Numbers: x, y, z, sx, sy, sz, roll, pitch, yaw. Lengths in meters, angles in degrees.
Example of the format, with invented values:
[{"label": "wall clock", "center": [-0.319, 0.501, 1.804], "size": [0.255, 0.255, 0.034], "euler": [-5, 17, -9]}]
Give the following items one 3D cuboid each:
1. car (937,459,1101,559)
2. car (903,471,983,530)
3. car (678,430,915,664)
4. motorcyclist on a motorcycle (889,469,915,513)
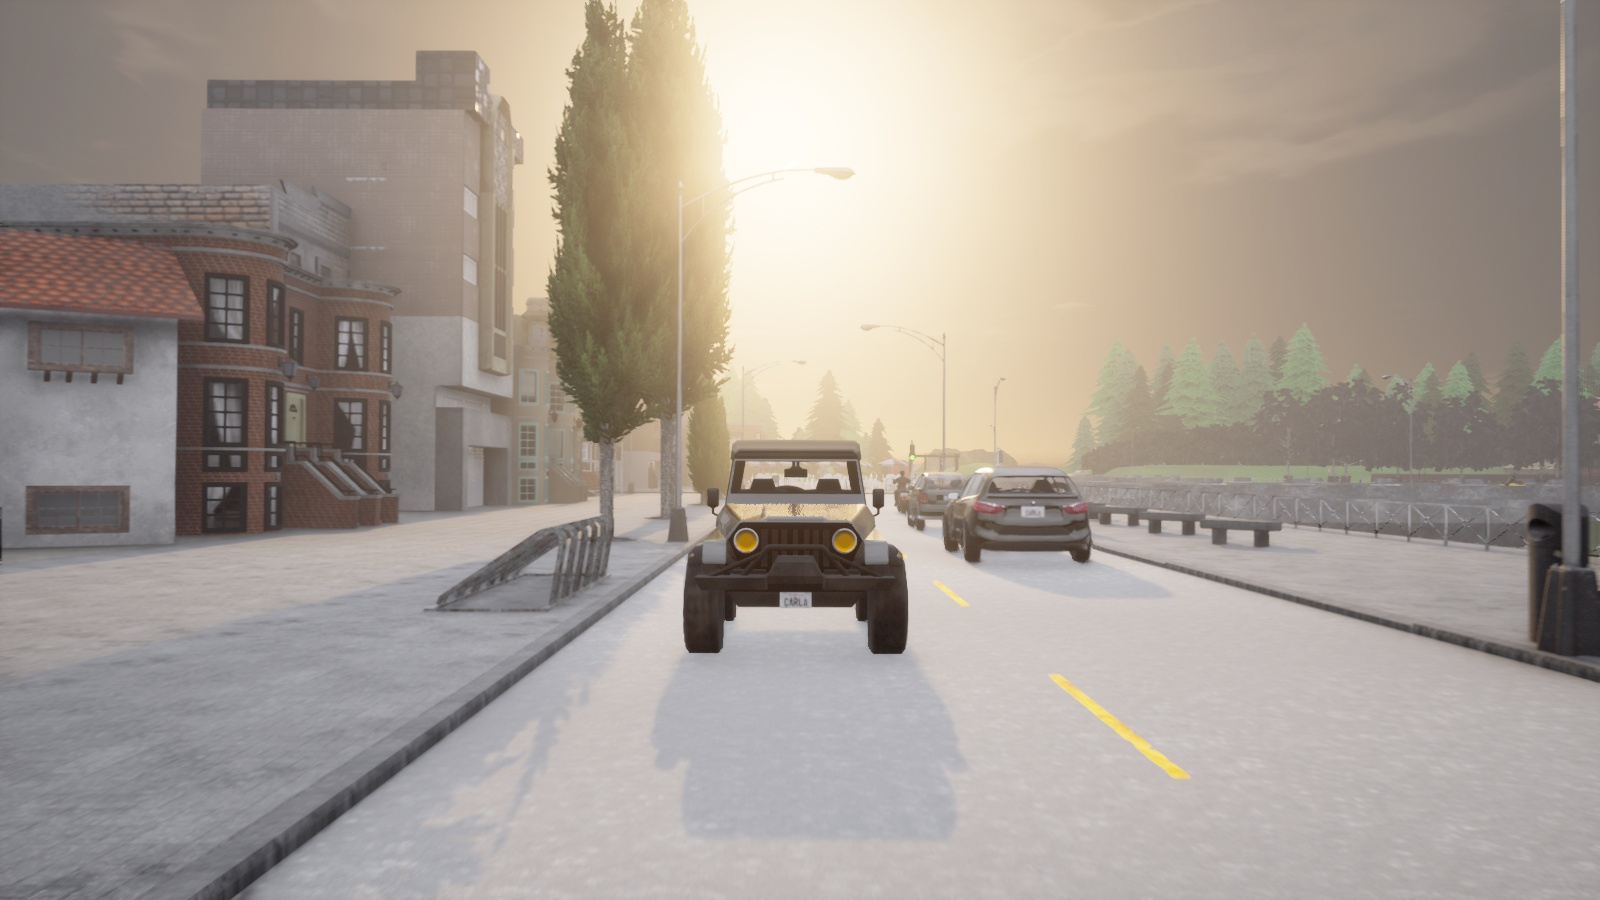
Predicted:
[{"label": "car", "center": [3.938, 1.036, 23.483], "size": [2.242, 1.667, 4.611], "euler": [0, -1, 0]}, {"label": "car", "center": [3.909, 1.360, 34.810], "size": [1.789, 1.549, 3.705], "euler": [0, -1, 0]}, {"label": "car", "center": [-0.032, 0.813, 12.080], "size": [1.905, 1.878, 3.866], "euler": [0, -1, 0]}, {"label": "motorcyclist on a motorcycle", "center": [3.875, 1.550, 47.836], "size": [0.766, 1.649, 2.350], "euler": [0, -1, 0]}]
